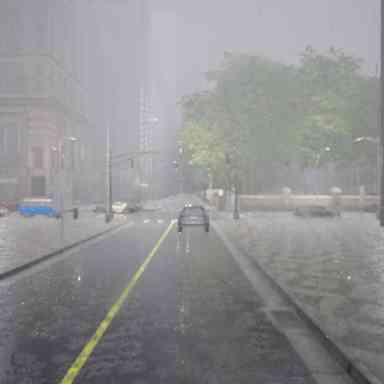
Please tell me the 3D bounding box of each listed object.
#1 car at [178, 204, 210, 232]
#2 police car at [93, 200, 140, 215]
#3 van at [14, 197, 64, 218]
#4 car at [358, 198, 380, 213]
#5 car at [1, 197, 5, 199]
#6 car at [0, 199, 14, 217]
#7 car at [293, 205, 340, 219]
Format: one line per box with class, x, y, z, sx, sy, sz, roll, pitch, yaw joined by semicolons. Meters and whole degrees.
car;0.107;1.582;21.453;2.033;1.649;4.856;0;-1;1
police car;-8.462;1.751;37.073;4.974;1.542;2.038;0;1;11
van;-14.603;1.613;32.323;3.998;1.788;1.690;0;0;0
car;23.128;1.600;40.684;5.009;1.841;2.192;0;0;0
car;-20.015;1.509;40.871;5.009;1.841;2.192;0;0;0
car;-20.044;1.704;32.347;4.097;1.590;1.967;0;0;0
car;12.054;1.892;32.209;4.313;1.339;1.947;0;0;0
